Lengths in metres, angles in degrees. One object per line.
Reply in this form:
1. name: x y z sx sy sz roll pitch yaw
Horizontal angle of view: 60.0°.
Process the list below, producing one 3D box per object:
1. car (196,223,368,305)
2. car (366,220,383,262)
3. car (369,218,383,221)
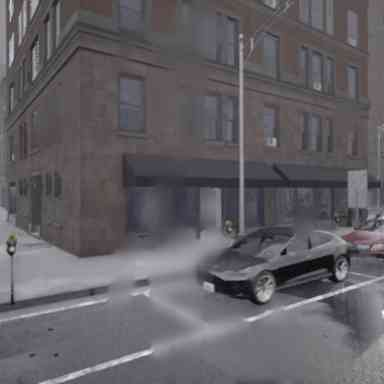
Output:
1. car: 2.116 1.550 8.040 4.313 1.339 1.947 0 0 -35
2. car: 6.453 1.468 7.938 4.902 1.511 2.128 0 0 -35
3. car: 6.595 1.553 11.234 4.206 1.307 1.802 0 0 -35
